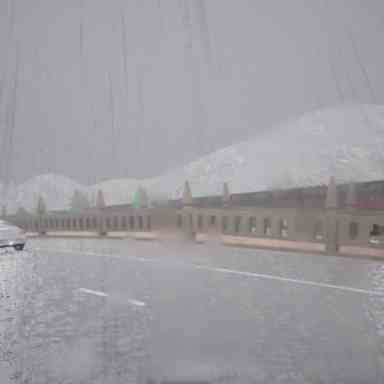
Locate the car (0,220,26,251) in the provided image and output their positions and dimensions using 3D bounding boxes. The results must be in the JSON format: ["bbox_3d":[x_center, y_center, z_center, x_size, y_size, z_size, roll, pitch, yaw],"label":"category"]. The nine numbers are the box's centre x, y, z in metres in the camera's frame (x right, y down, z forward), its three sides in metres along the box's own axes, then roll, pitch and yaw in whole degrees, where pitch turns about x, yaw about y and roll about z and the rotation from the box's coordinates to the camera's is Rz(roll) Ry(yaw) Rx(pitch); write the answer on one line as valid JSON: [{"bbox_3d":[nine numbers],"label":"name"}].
[{"bbox_3d":[-9.220,1.983,14.864,4.674,1.442,1.812,-4,-3,35],"label":"car"}]
